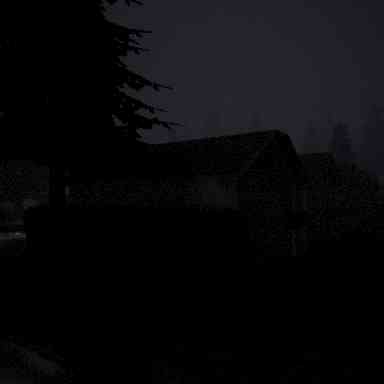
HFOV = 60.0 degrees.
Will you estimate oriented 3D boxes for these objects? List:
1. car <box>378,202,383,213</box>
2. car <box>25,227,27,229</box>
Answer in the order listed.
[{"bbox_3d":[23.059,2.034,41.200,4.902,1.511,2.128,-1,-1,30],"label":"car"},{"bbox_3d":[-9.409,1.869,23.719,2.097,1.767,4.553,-1,-1,36],"label":"car"}]
